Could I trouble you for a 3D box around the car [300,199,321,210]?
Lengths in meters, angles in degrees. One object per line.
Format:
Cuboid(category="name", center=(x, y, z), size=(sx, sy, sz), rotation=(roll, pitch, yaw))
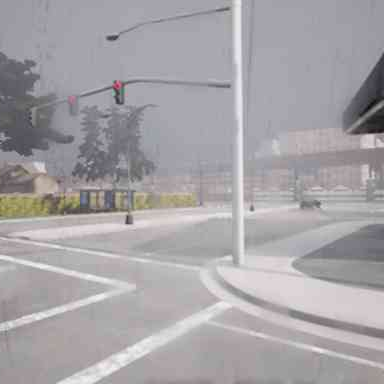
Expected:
Cuboid(category="car", center=(16.202, 1.668, 45.391), size=(1.837, 1.490, 4.892), rotation=(-1, -1, 36))
